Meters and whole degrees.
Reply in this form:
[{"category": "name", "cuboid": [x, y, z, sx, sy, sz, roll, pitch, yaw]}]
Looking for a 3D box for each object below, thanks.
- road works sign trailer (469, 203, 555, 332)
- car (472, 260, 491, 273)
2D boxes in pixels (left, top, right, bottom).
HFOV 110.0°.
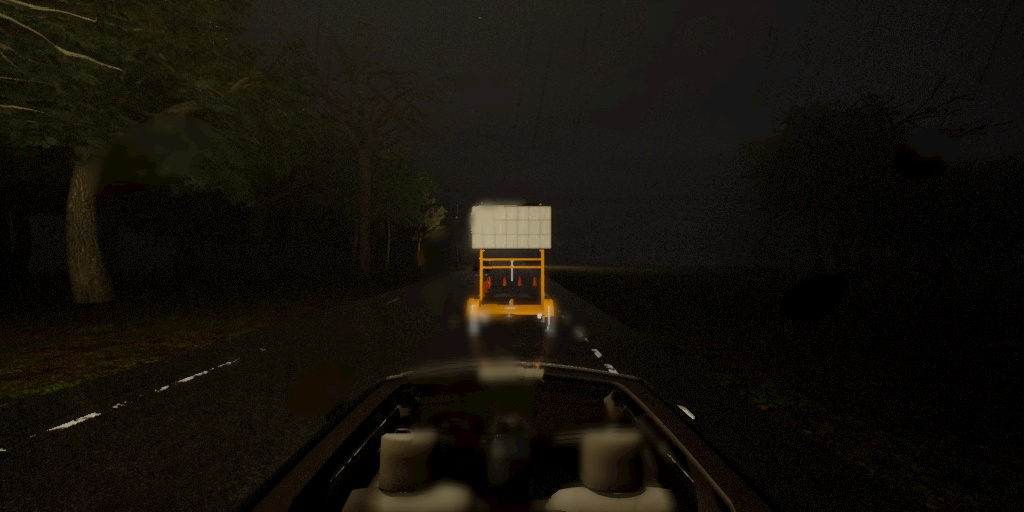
[{"category": "road works sign trailer", "cuboid": [0.002, 0.210, 10.797, 2.380, 3.560, 2.880, 0, 0, 0]}, {"category": "car", "cuboid": [-3.492, 1.176, 41.812, 2.033, 1.411, 5.357, 0, 0, 0]}]
